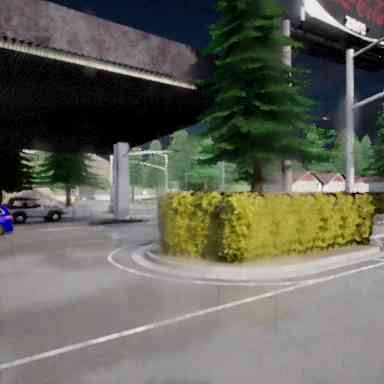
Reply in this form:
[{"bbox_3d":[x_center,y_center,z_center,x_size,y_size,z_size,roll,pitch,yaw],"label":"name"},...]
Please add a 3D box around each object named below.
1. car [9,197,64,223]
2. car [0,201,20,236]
[{"bbox_3d":[-11.381,1.289,23.897,3.866,1.878,1.905,0,0,-36],"label":"car"},{"bbox_3d":[-11.582,1.480,16.769,4.611,1.667,2.242,0,0,-36],"label":"car"}]
